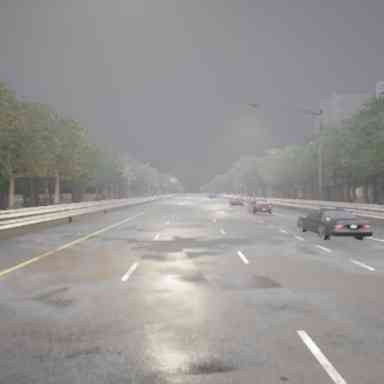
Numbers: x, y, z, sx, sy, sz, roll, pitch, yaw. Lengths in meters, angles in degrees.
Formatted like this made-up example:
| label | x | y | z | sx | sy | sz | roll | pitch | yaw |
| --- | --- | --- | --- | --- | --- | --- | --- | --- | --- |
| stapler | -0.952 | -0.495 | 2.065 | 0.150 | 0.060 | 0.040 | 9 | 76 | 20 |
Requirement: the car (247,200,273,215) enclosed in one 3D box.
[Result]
| label | x | y | z | sx | sy | sz | roll | pitch | yaw |
| --- | --- | --- | --- | --- | --- | --- | --- | --- | --- |
| car | 6.999 | 1.543 | 34.529 | 1.812 | 1.442 | 4.674 | 0 | 0 | 0 |

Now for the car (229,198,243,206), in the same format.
| label | x | y | z | sx | sy | sz | roll | pitch | yaw |
| --- | --- | --- | --- | --- | --- | --- | --- | --- | --- |
| car | 7.007 | 1.628 | 53.626 | 1.895 | 1.301 | 4.718 | 0 | 0 | 0 |

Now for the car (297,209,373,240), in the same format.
| label | x | y | z | sx | sy | sz | roll | pitch | yaw |
| --- | --- | --- | --- | --- | --- | --- | --- | --- | --- |
| car | 6.999 | 1.552 | 16.907 | 2.033 | 1.411 | 5.357 | 0 | 0 | 0 |
